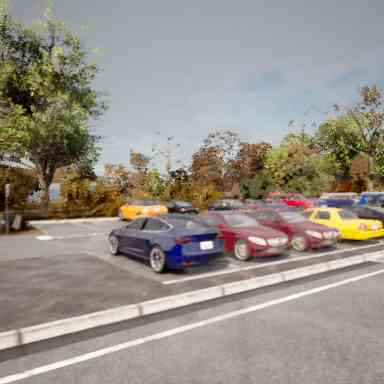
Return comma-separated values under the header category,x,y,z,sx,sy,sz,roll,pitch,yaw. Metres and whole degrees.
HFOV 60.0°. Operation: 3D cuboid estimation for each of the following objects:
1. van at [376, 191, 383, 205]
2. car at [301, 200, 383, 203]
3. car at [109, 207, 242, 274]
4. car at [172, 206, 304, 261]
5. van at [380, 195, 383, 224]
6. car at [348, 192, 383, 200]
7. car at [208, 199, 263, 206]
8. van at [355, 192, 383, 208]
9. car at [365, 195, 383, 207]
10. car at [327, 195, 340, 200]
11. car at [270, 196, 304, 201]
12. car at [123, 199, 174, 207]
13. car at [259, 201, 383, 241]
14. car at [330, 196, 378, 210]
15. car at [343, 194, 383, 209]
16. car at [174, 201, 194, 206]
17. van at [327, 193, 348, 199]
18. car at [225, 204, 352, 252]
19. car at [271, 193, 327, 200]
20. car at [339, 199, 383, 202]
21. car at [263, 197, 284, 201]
category,x,y,z,sx,sy,sz,roll,pitch,yaw
van,28.685,0.896,46.814,1.878,1.987,4.442,-1,1,-35
car,8.301,1.401,16.946,2.097,1.535,5.008,0,0,-35
car,-0.962,1.417,10.466,2.163,1.488,4.792,0,0,-35
car,1.365,1.431,12.072,2.002,1.452,4.674,0,0,-35
van,15.163,1.186,21.925,1.878,1.987,4.442,0,0,-35
car,12.936,1.157,20.180,2.435,2.045,5.566,0,0,-35
car,3.331,1.406,28.843,2.231,1.521,4.892,0,0,-35
van,24.064,0.988,43.565,1.878,1.987,4.442,-1,1,-35
car,26.441,1.169,45.101,2.231,1.521,4.892,-1,1,-35
car,12.482,1.415,35.267,2.097,1.535,5.008,0,0,-35
car,7.868,1.441,31.991,2.163,1.488,4.792,0,0,-35
car,-3.575,1.269,23.936,2.185,1.767,4.553,0,0,-35
car,5.881,1.395,15.474,1.946,1.575,5.366,0,0,-35
car,19.501,1.336,40.249,2.163,1.488,4.792,-1,1,-35
car,21.741,1.137,41.748,2.185,1.767,4.553,-1,1,-35
car,-1.383,1.397,25.511,2.097,1.535,5.008,0,0,-35
van,17.272,1.127,38.498,1.878,1.987,4.442,-1,1,-35
car,3.675,1.434,13.698,2.002,1.452,4.674,0,0,-35
car,10.177,1.164,33.617,2.435,2.045,5.566,0,0,-35
car,10.605,1.404,18.580,2.097,1.535,5.008,0,0,-35
car,5.559,1.437,30.366,2.163,1.488,4.792,0,0,-35
